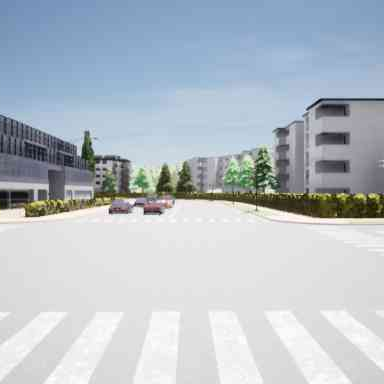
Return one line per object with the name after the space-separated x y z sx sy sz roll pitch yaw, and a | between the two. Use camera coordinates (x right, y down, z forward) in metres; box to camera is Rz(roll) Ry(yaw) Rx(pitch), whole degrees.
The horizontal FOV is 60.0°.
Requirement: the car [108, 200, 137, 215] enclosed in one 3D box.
-7.285 1.555 34.283 1.994 1.385 4.181 0 0 -1 | car

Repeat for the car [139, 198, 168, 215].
-3.777 1.592 33.399 1.895 1.301 4.718 0 0 -1 | car

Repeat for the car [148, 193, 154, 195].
-8.019 1.200 66.982 2.150 2.045 5.566 0 0 -10 | car

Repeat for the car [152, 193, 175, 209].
-3.800 1.340 45.605 2.097 1.767 4.553 0 0 -1 | car

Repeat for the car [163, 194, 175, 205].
-4.126 1.337 60.742 2.097 1.767 4.553 0 0 -2 | car

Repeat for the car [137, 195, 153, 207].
-7.425 1.533 49.795 2.033 1.411 5.357 0 0 0 | car
